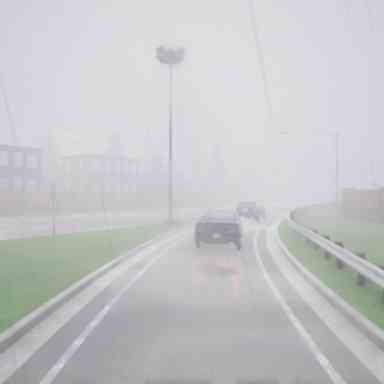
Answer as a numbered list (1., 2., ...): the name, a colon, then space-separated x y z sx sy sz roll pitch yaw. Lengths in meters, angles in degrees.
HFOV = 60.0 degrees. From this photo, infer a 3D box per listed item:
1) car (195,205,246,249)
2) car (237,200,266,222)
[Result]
1. car: 1.331 1.551 15.118 1.882 1.535 5.008 0 -1 10
2. car: 4.945 1.488 28.270 2.097 1.767 4.553 0 0 20
